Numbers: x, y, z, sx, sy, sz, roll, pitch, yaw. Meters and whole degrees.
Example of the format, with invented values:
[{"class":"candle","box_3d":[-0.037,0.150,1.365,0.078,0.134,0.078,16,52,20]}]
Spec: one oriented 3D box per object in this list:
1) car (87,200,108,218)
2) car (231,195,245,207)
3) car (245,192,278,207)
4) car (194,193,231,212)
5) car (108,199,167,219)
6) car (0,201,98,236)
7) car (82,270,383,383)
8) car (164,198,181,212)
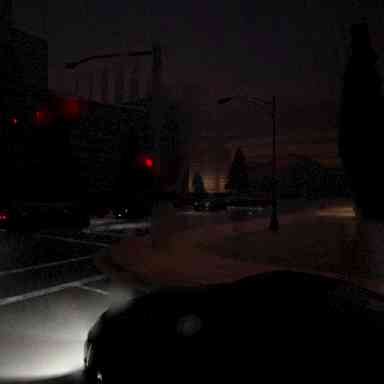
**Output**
[{"class":"car","box_3d":[-9.444,1.476,28.478,1.882,1.535,5.008,0,0,36]},{"class":"car","box_3d":[7.163,1.546,51.269,2.033,1.411,5.357,0,0,36]},{"class":"car","box_3d":[10.702,1.211,50.163,2.150,2.045,5.566,0,1,37]},{"class":"car","box_3d":[2.191,1.351,38.525,2.097,1.767,4.553,0,0,37]},{"class":"car","box_3d":[-4.641,1.600,29.119,1.895,1.301,4.718,0,0,36]},{"class":"car","box_3d":[-8.113,1.490,18.482,2.128,1.511,4.902,0,0,44]},{"class":"car","box_3d":[0.785,1.564,3.441,4.181,1.385,1.994,0,0,35]},{"class":"car","box_3d":[-3.174,1.503,37.094,1.837,1.490,4.892,0,0,36]}]
